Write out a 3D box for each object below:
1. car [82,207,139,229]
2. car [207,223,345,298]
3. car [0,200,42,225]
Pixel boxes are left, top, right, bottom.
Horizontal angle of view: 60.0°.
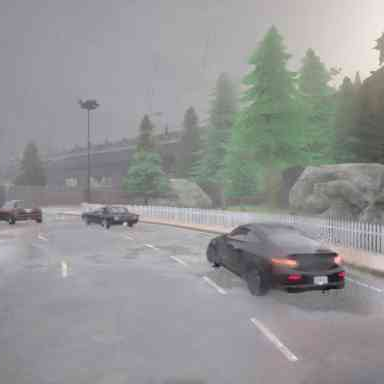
[{"bbox_3d":[-5.461,1.601,21.699,1.895,1.301,4.718,0,0,-41],"label":"car"},{"bbox_3d":[1.854,1.526,8.568,1.812,1.442,4.674,0,0,-15],"label":"car"},{"bbox_3d":[-12.846,1.352,24.487,4.553,1.767,2.097,0,0,44],"label":"car"}]
